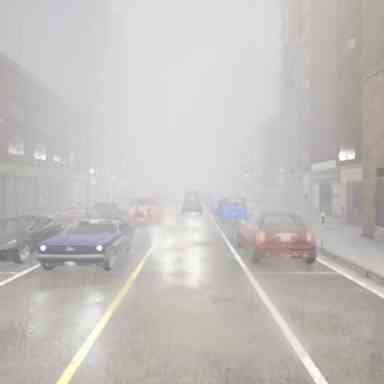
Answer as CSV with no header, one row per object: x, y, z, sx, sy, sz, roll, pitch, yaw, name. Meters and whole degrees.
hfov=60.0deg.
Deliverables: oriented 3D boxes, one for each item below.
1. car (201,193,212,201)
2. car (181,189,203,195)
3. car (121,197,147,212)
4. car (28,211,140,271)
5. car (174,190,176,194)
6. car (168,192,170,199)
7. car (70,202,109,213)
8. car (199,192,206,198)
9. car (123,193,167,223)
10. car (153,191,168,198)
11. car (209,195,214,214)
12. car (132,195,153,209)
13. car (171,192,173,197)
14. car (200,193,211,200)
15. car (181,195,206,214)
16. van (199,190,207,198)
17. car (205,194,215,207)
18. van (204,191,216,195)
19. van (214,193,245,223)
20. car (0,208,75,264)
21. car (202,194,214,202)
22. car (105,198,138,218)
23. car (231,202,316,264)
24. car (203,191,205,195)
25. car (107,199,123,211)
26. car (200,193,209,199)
2.670,0.943,62.424,1.947,1.339,4.313,0,1,0,car
0.039,0.785,44.307,2.150,2.045,5.566,0,1,1,car
-5.856,1.231,34.072,1.947,1.339,4.313,0,1,0,car
-3.090,1.497,10.668,1.895,1.301,4.718,0,1,0,car
-5.854,0.684,85.084,2.008,1.369,4.403,0,1,0,car
-5.855,0.928,62.411,2.008,1.369,4.403,0,1,0,car
-5.857,1.416,17.068,1.802,1.307,4.206,0,1,0,car
2.672,0.657,85.271,1.752,1.417,4.829,0,1,0,car
-3.085,1.131,22.907,2.097,1.767,4.553,0,0,0,car
-5.855,0.750,56.741,2.192,1.841,5.009,0,1,0,car
2.669,1.245,28.579,1.752,1.417,4.829,0,1,0,car
-5.856,1.153,39.739,1.887,1.381,4.507,0,1,0,car
-5.854,0.787,73.578,1.752,1.417,4.829,0,1,0,car
2.671,0.871,68.092,2.008,1.369,4.403,0,1,0,car
0.010,1.258,31.176,1.994,1.385,4.181,0,1,0,car
2.672,0.538,79.430,1.690,1.788,3.998,0,1,0,van
2.669,1.216,34.079,2.008,1.369,4.403,0,1,0,car
2.669,0.949,39.746,1.690,1.788,3.998,0,1,0,van
2.668,1.119,22.739,1.690,1.788,3.998,0,1,0,van
-5.857,1.455,11.400,1.947,1.339,4.313,0,1,0,car
2.670,1.001,56.756,1.947,1.339,4.313,0,1,0,car
-5.857,1.249,28.233,1.752,1.417,4.829,0,1,0,car
2.668,1.329,11.402,1.967,1.590,4.097,0,1,0,car
2.670,0.991,45.416,1.967,1.590,4.097,0,1,0,car
-5.857,1.344,22.736,1.947,1.339,4.313,0,1,0,car
2.671,0.842,73.762,1.802,1.307,4.206,0,1,0,car
